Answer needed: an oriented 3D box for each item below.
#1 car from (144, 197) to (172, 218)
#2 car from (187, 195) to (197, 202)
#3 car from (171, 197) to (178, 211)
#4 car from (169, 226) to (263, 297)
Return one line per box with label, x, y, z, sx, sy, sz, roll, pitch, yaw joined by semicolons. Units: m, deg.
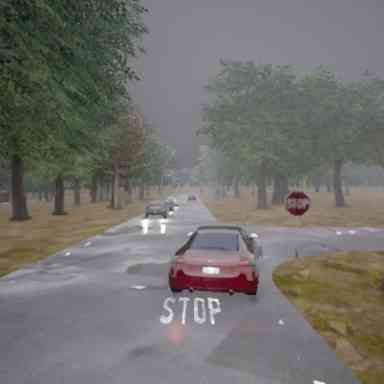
car;-3.093;1.483;30.063;1.837;1.490;4.892;1;0;0
car;0.004;1.315;70.713;1.837;1.490;4.892;0;0;0
car;-3.087;1.510;39.905;2.033;1.411;5.357;0;0;0
car;0.762;1.568;8.755;1.994;1.385;4.181;0;0;11
